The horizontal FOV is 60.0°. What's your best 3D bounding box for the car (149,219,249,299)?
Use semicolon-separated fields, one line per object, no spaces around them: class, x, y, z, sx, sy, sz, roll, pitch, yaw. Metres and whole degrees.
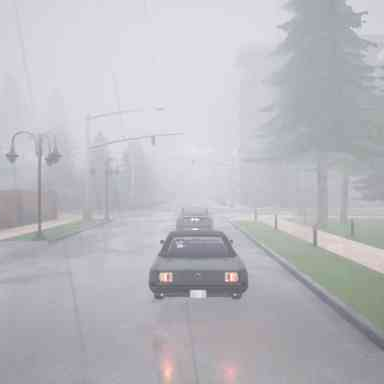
car;0.119;1.601;8.388;1.895;1.301;4.718;0;0;0

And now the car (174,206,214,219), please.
car;0.131;1.505;17.650;1.837;1.490;4.892;0;0;0
